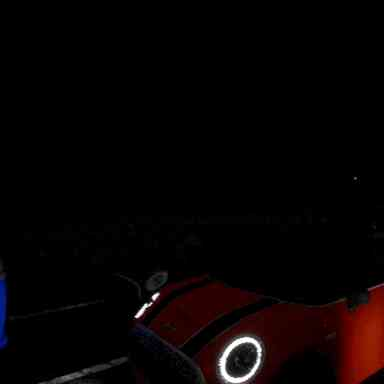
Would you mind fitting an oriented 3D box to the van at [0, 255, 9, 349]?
[{"bbox_3d":[-4.218,1.339,3.644,3.998,1.788,1.690,0,0,-35],"label":"van"}]

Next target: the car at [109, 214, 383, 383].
[{"bbox_3d":[1.460,1.358,4.419,4.553,1.767,2.097,0,0,-36],"label":"car"}]

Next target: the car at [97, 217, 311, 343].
[{"bbox_3d":[0.374,1.447,6.919,4.097,1.590,1.967,0,0,-35],"label":"car"}]

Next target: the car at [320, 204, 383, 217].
[{"bbox_3d":[4.967,1.331,10.195,5.009,1.841,2.192,0,0,-35],"label":"car"}]
